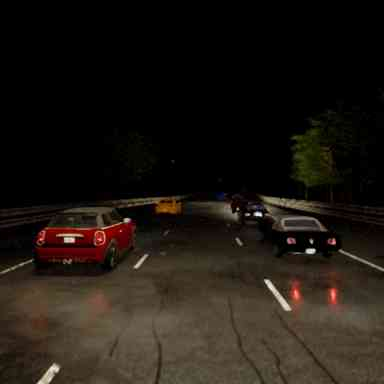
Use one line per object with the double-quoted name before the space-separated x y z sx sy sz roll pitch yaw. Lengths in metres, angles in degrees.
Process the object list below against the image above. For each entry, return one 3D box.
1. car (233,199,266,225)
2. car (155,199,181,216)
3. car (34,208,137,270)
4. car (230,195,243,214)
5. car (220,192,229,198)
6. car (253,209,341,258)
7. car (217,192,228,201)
"car" 4.212 1.446 23.155 2.033 1.411 5.357 0 0 3
"car" -2.143 1.387 30.768 1.882 1.535 5.008 0 0 4
"car" -3.193 1.279 10.923 2.097 1.767 4.553 0 0 1
"car" 5.000 1.402 33.892 1.882 1.535 5.008 0 0 5
"car" 9.319 0.781 94.868 2.128 1.511 4.902 0 2 8
"car" 3.713 1.523 12.427 1.895 1.301 4.718 0 0 2
"car" 6.709 1.187 76.272 1.882 1.535 5.008 0 1 8
